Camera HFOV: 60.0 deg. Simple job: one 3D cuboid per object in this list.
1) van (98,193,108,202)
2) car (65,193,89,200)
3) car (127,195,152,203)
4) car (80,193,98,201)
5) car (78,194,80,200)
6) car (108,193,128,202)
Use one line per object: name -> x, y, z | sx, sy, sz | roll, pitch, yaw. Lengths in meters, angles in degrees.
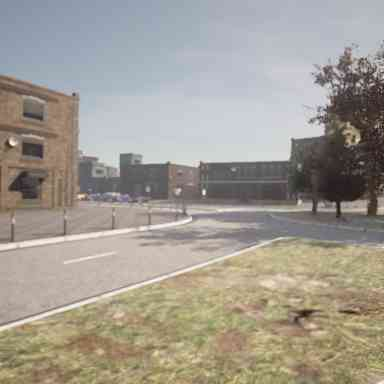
van -> -17.132, 1.120, 70.595 | 1.878, 1.987, 4.442 | 1, 0, 31
car -> -26.453, 1.116, 76.431 | 2.231, 1.521, 4.892 | 1, 0, 31
car -> -9.974, 1.515, 66.319 | 2.163, 1.488, 4.792 | 1, 0, 31
car -> -21.695, 1.110, 73.555 | 2.185, 1.767, 4.553 | 1, 0, 31
car -> -24.195, 1.172, 75.037 | 2.097, 1.535, 5.008 | 1, 0, 31
car -> -14.576, 1.274, 69.205 | 2.185, 1.767, 4.553 | 1, 0, 31
